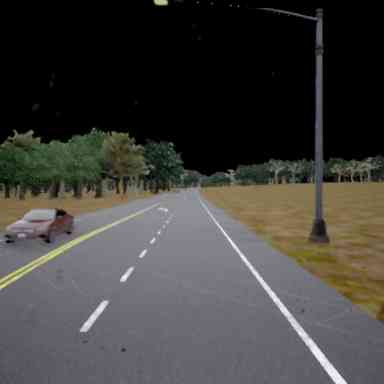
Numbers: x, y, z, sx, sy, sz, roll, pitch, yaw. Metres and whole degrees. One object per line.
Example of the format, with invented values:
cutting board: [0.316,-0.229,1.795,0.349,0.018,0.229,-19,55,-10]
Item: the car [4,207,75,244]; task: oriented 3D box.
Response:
car: [-6.939,1.481,15.690,1.812,1.442,4.674,0,0,-3]
